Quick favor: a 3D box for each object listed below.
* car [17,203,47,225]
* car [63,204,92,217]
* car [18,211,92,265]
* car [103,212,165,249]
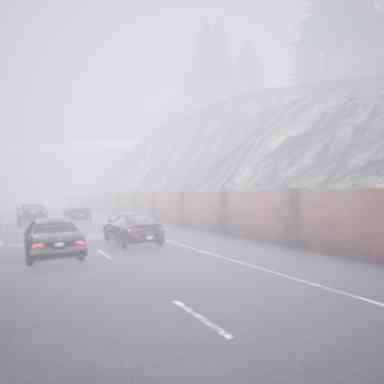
[{"bbox_3d":[-12.674,1.616,26.365,2.097,1.767,4.553,0,0,-28],"label":"car"},{"bbox_3d":[-9.969,1.730,28.746,1.882,1.535,5.008,0,0,-28],"label":"car"},{"bbox_3d":[-5.195,1.664,12.325,2.033,1.411,5.357,0,0,-28],"label":"car"},{"bbox_3d":[-2.744,1.635,15.194,1.812,1.442,4.674,0,0,-28],"label":"car"}]
